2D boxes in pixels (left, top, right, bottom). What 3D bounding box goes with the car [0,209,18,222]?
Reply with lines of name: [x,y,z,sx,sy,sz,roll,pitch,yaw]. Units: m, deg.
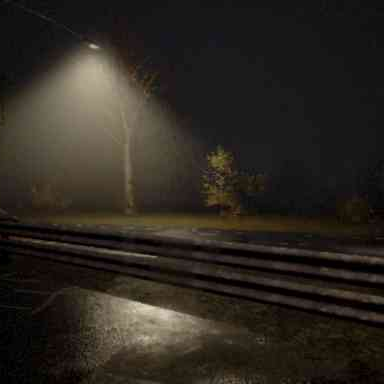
car: [-12.803,1.614,19.801,5.008,1.535,1.882,0,0,19]
